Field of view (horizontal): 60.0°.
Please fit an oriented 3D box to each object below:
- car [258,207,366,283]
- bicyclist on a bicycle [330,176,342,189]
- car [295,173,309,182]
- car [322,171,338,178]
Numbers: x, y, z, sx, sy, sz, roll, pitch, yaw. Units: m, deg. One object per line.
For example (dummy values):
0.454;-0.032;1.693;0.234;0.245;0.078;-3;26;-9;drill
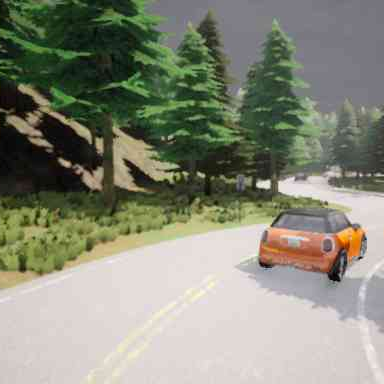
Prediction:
3.779;1.251;9.982;2.097;1.767;4.553;4;3;36;car
18.010;-1.200;41.579;1.656;1.620;0.582;-1;5;-3;bicyclist on a bicycle
20.111;-2.717;60.837;1.812;1.442;4.674;3;6;28;car
30.220;-3.768;72.111;4.674;1.442;1.812;-3;6;-30;car
